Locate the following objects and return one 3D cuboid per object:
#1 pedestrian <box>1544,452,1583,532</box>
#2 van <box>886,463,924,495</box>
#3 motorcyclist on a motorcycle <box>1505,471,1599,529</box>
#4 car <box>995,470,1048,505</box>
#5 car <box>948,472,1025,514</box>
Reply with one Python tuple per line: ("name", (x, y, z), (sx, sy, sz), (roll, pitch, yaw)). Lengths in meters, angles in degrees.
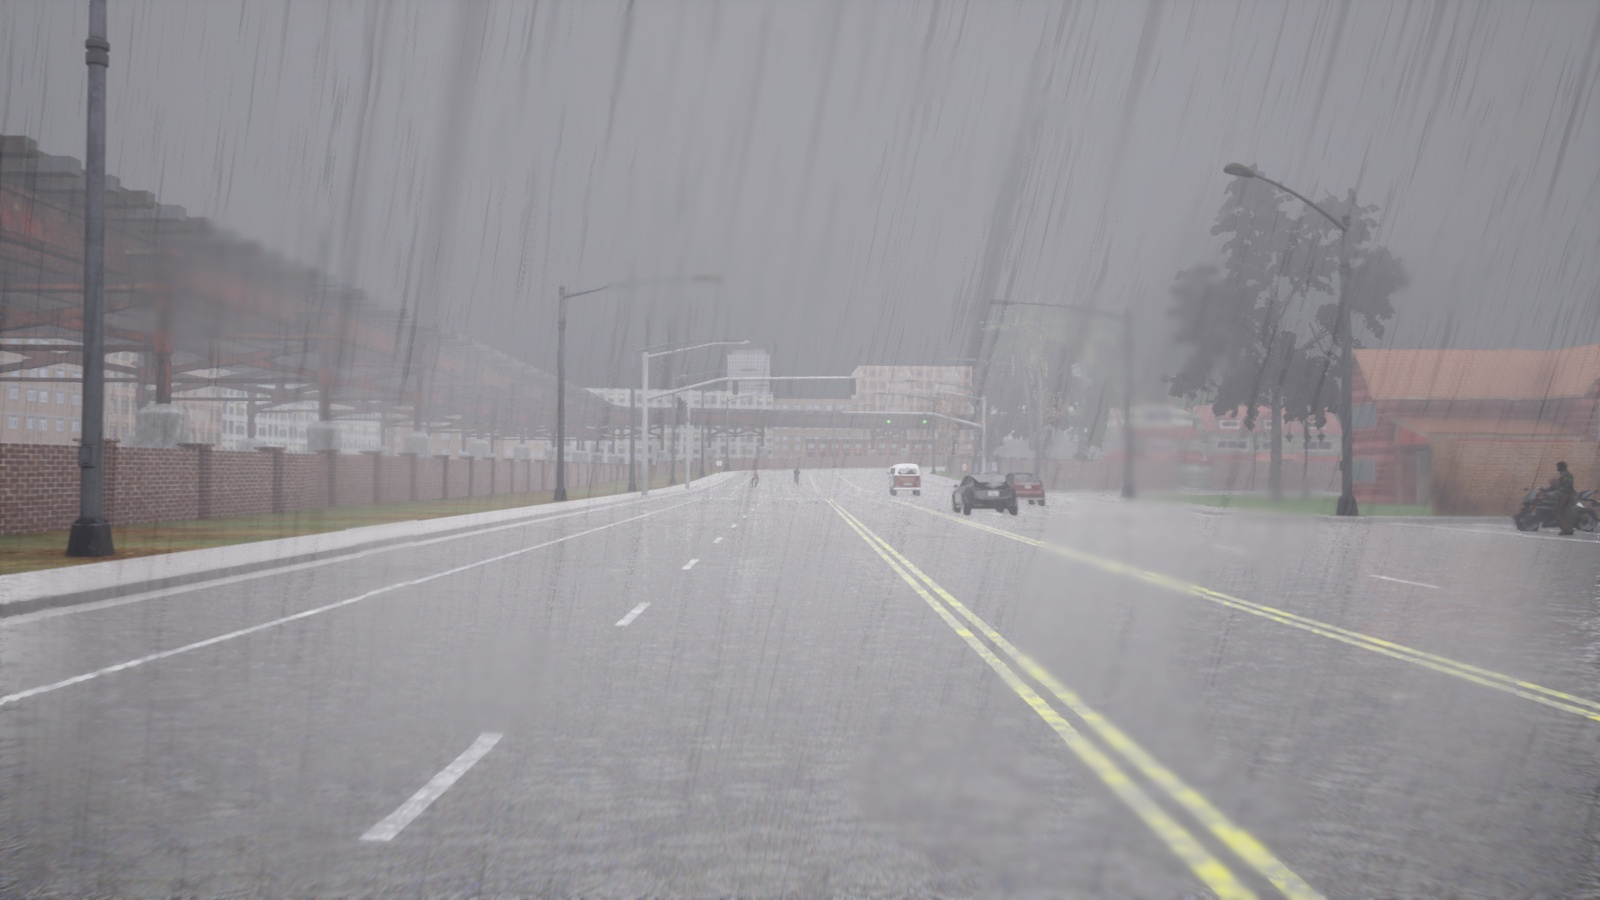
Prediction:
("pedestrian", (18.548, 1.010, 30.509), (0.395, 1.930, 0.692), (0, -1, -35))
("van", (6.791, 1.866, 81.399), (2.069, 2.038, 4.480), (0, -1, 0))
("motorcyclist on a motorcycle", (20.420, 1.337, 33.991), (2.191, 1.530, 0.866), (0, -1, -1))
("car", (10.350, 1.738, 58.900), (1.789, 1.549, 3.705), (0, -1, 0))
("car", (6.865, 1.568, 46.812), (2.163, 1.488, 4.792), (0, -1, 0))
